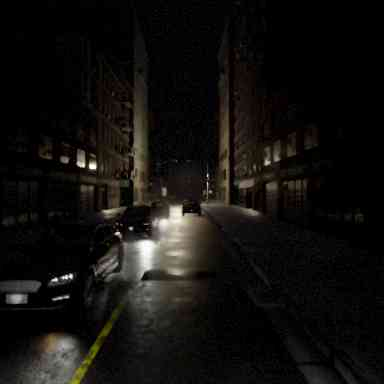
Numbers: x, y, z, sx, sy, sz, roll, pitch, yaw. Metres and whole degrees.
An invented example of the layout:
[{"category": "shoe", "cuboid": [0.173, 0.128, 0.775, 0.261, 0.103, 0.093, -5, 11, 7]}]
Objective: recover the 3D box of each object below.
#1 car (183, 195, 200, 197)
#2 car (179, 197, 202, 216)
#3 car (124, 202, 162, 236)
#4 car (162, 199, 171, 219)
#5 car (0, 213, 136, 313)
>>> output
[{"category": "car", "cuboid": [-0.122, 1.535, 46.463, 1.837, 1.490, 4.892, 0, 0, 0]}, {"category": "car", "cuboid": [-0.051, 1.501, 32.574, 2.128, 1.511, 4.902, 0, 0, 0]}, {"category": "car", "cuboid": [-2.918, 1.507, 18.372, 1.837, 1.490, 4.892, 0, 0, 0]}, {"category": "car", "cuboid": [-2.893, 1.573, 28.913, 1.994, 1.385, 4.181, 0, 0, 0]}, {"category": "car", "cuboid": [-2.882, 1.492, 7.915, 2.128, 1.511, 4.902, 0, 0, 0]}]
